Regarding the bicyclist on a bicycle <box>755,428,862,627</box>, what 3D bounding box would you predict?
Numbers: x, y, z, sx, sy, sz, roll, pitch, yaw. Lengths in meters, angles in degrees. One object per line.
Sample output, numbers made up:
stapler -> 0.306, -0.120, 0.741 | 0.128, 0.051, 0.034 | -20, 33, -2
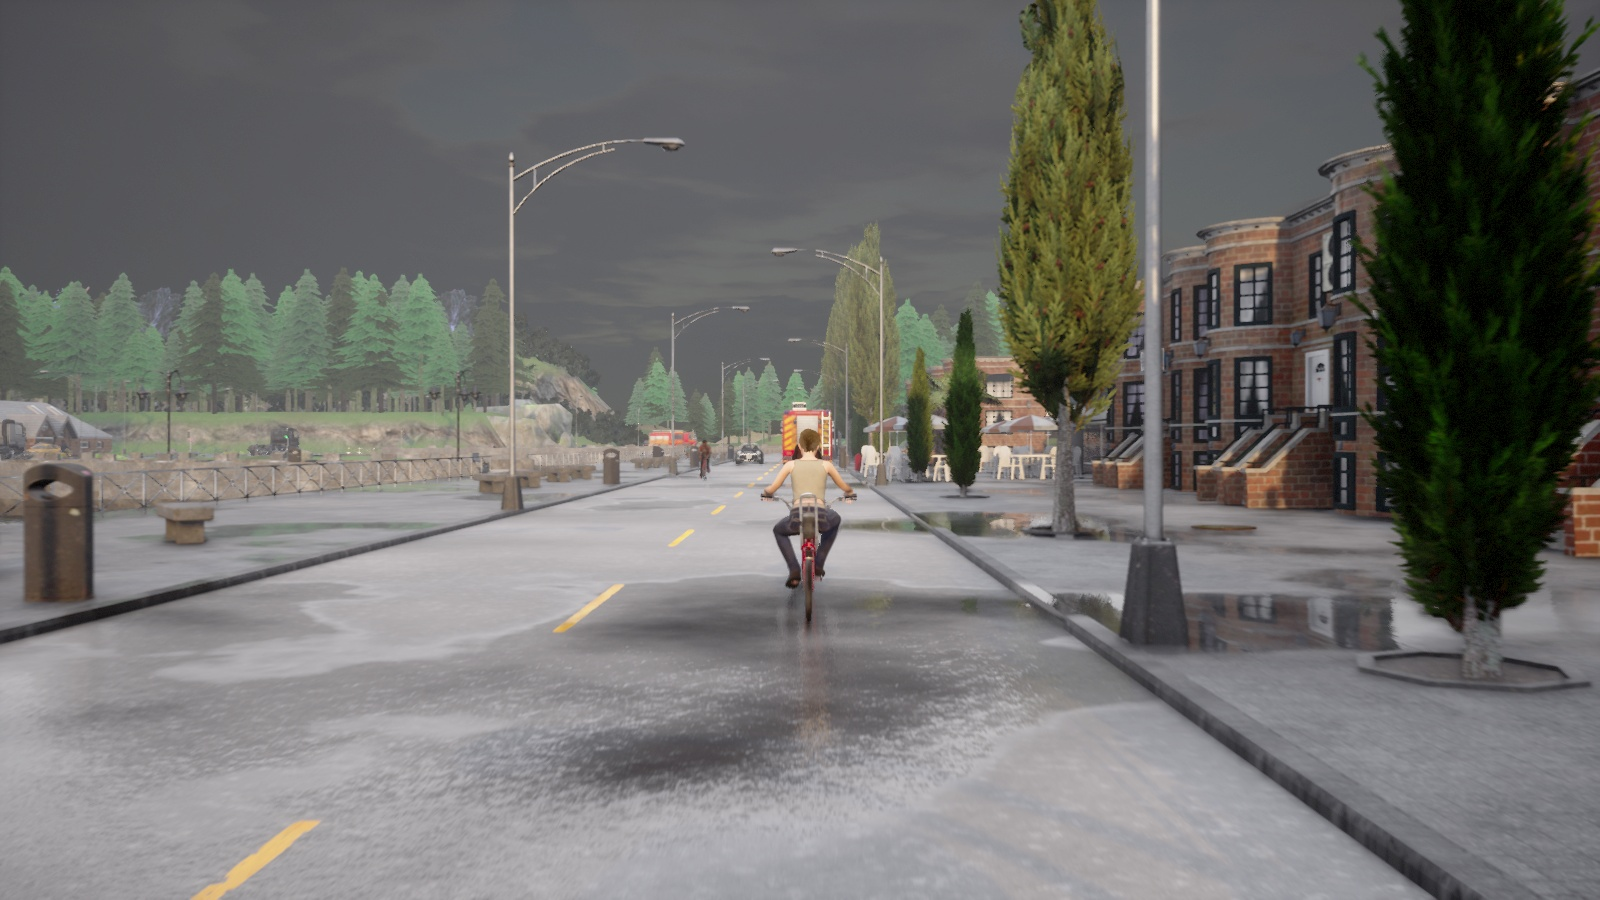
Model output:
bicyclist on a bicycle -> 0.076, 0.622, 10.904 | 0.866, 1.612, 1.509 | 0, 0, 0

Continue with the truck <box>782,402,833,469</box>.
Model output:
truck -> 0.432, -0.841, 75.130 | 2.891, 3.827, 8.468 | 0, 0, 0

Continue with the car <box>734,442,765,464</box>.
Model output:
car -> -3.500, 0.216, 87.468 | 1.970, 1.475, 3.806 | 0, 0, 0
